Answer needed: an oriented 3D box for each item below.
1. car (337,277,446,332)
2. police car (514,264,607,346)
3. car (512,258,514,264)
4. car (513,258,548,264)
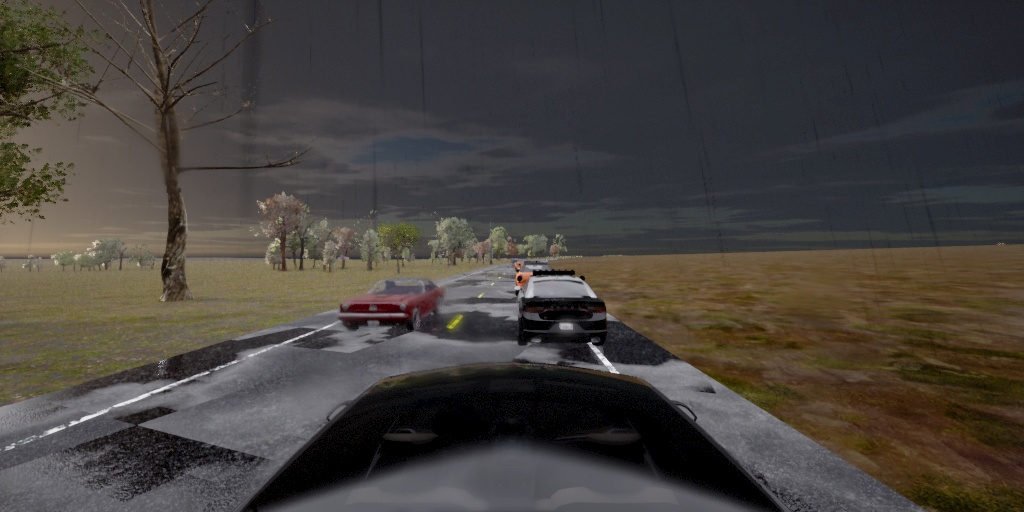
[{"bbox_3d":[-3.412,1.351,11.077,1.895,1.301,4.718,0,0,1],"label":"car"},{"bbox_3d":[1.093,1.176,9.572,1.930,1.638,5.238,0,0,1],"label":"police car"},{"bbox_3d":[1.559,1.093,50.712,2.097,1.767,4.553,0,0,4],"label":"car"},{"bbox_3d":[1.254,1.102,19.397,2.097,1.767,4.553,0,0,1],"label":"car"}]
